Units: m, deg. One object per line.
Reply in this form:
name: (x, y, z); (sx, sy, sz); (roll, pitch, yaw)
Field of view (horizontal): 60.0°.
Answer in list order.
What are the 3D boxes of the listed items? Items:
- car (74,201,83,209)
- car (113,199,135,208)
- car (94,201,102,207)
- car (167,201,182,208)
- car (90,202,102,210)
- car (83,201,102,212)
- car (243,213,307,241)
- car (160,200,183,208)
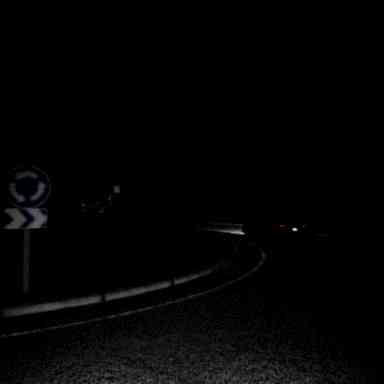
car: (-23.454, 2.726, 69.515); (2.097, 1.767, 4.553); (1, -2, -14)
car: (-16.853, 2.966, 82.607); (5.566, 2.045, 2.435); (1, -2, -15)
car: (-23.850, 3.063, 84.605); (1.882, 1.535, 5.008); (1, -1, -14)
car: (-4.030, 3.285, 83.102); (4.553, 1.767, 2.185); (1, -1, -15)
car: (-20.607, 2.992, 71.527); (2.128, 1.511, 4.902); (1, -2, -14)
car: (-16.508, 2.554, 55.137); (1.882, 1.535, 5.008); (1, -1, -13)
car: (4.552, 1.903, 18.834); (1.994, 1.385, 4.181); (2, -1, -19)
car: (-5.450, 3.298, 88.706); (5.566, 2.045, 2.435); (1, -2, -15)
